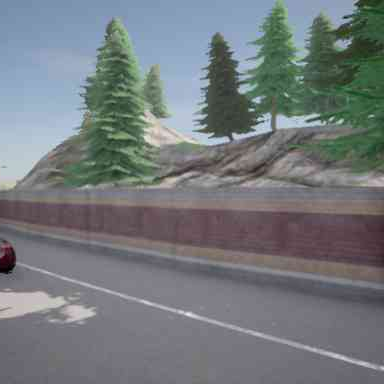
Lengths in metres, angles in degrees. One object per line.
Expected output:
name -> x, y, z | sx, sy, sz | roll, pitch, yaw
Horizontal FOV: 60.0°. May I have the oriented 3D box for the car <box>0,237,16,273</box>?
car -> -6.824, 1.573, 9.624 | 4.181, 1.385, 1.994 | 0, 0, 41
